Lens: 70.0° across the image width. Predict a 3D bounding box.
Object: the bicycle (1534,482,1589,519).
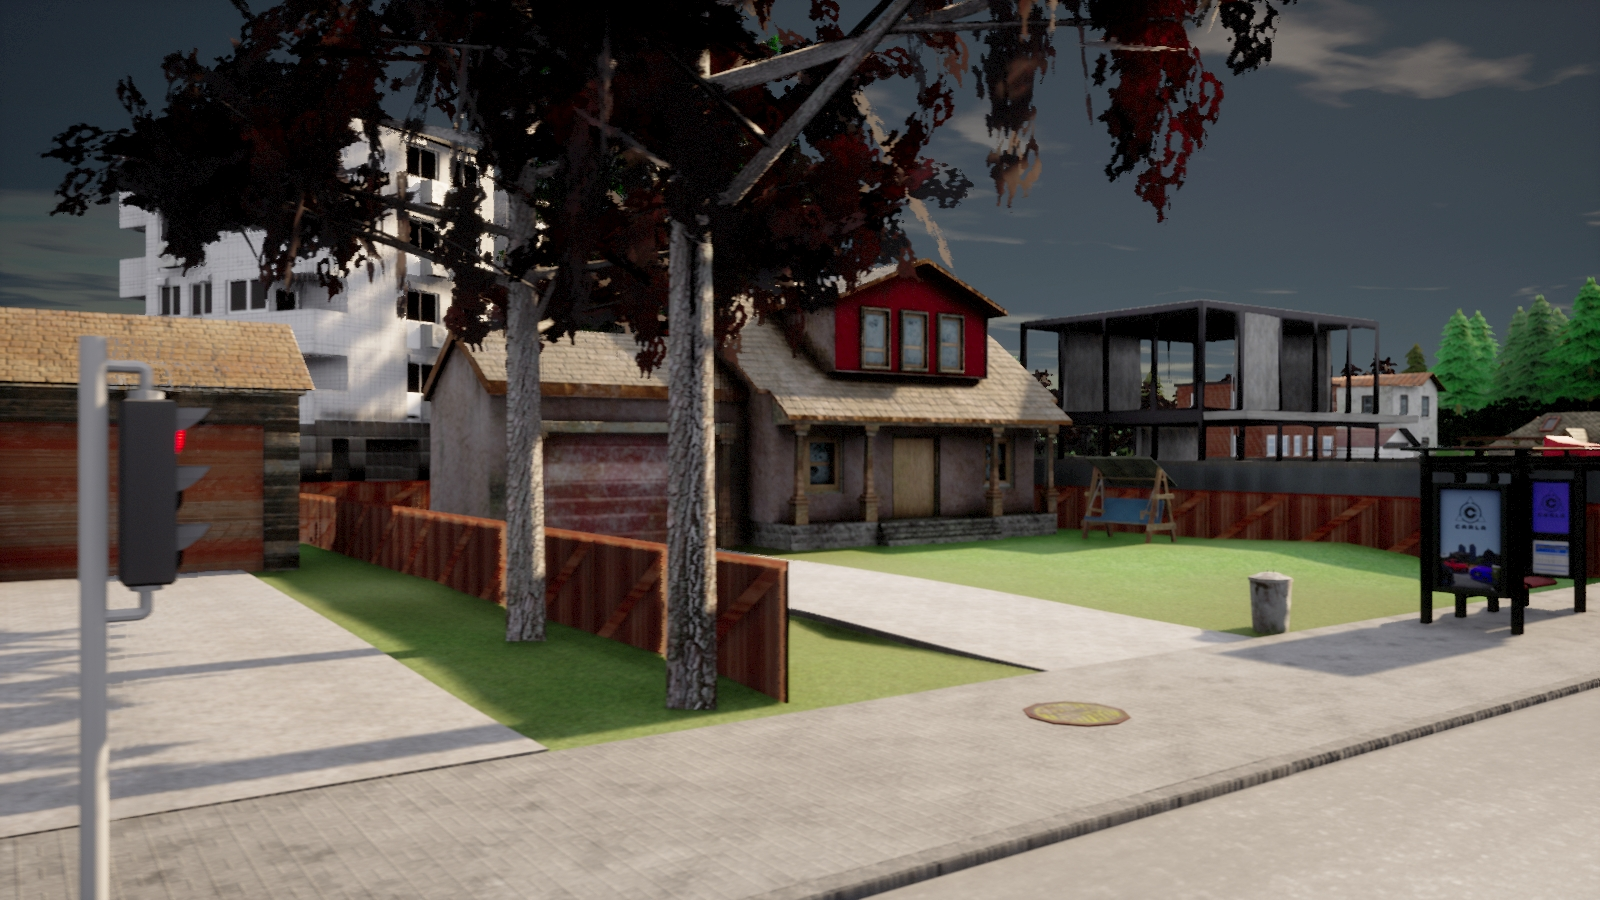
[{"bbox_3d":[30.904,2.037,46.408,0.329,1.471,1.835,0,0,-37],"label":"bicycle"}]
